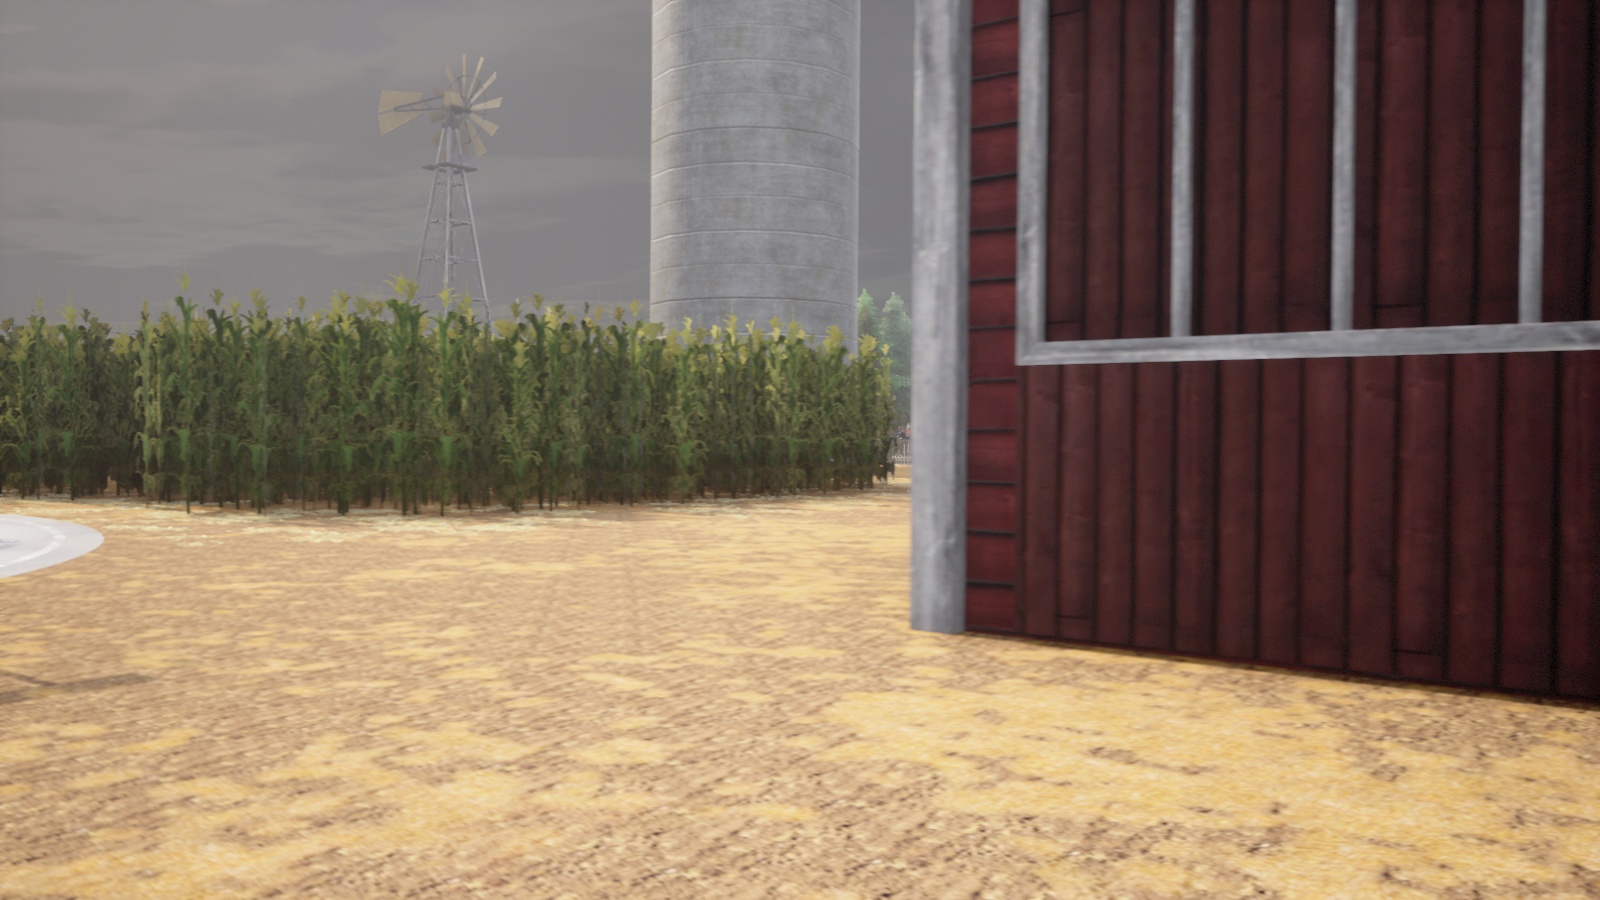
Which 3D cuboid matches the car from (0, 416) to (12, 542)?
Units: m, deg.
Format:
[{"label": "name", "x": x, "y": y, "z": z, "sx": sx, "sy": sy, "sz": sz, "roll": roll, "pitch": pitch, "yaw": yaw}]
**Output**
[{"label": "car", "x": -10.954, "y": 0.416, "z": 14.144, "sx": 2.152, "sy": 1.651, "sz": 5.027, "roll": -1, "pitch": 1, "yaw": -15}]
